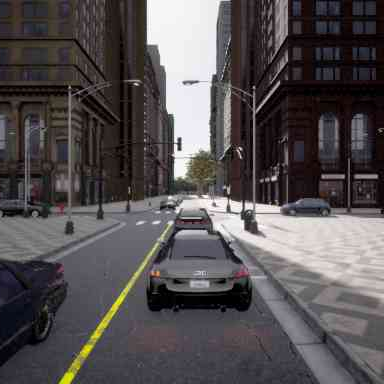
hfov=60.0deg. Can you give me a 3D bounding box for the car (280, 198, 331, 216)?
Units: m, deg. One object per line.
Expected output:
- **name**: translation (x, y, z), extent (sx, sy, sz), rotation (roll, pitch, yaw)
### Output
- **car**: translation (10.872, 1.388, 32.153), extent (4.553, 1.767, 2.097), rotation (0, 0, 1)

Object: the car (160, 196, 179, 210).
- **car**: translation (-3.078, 1.547, 43.129), extent (2.033, 1.411, 5.357), rotation (0, 0, 0)

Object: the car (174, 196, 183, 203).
- **car**: translation (-2.978, 1.550, 73.538), extent (1.812, 1.442, 4.674), rotation (0, 0, 0)

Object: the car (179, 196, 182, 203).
- **car**: translation (-3.075, 1.494, 52.890), extent (2.128, 1.511, 4.902), rotation (0, 0, 0)

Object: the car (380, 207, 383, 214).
- **car**: translation (20.611, 1.629, 32.114), extent (4.181, 1.385, 1.994), rotation (0, 0, 0)

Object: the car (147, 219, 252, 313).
- **car**: translation (0.110, 1.564, 7.764), extent (1.994, 1.385, 4.181), rotation (0, 0, -1)

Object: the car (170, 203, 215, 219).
- **car**: translation (0.066, 1.505, 16.672), extent (1.837, 1.490, 4.892), rotation (0, 0, 0)

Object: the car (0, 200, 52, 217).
- **car**: translation (-14.739, 1.454, 28.924), extent (4.892, 1.490, 1.837), rotation (0, 0, -1)

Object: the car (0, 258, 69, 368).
- **car**: translation (-3.100, 1.547, 3.652), extent (2.033, 1.411, 5.357), rotation (0, 0, 0)
